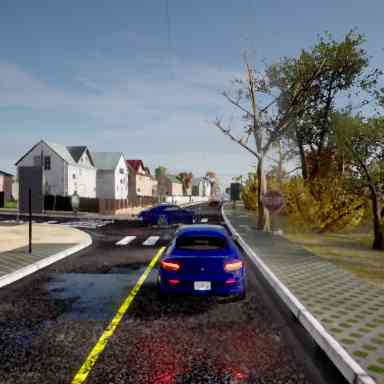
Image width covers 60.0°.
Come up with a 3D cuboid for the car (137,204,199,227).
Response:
[{"bbox_3d":[-1.573,1.570,23.163,4.674,1.442,1.812,0,1,-40],"label":"car"}]

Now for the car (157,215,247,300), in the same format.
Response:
[{"bbox_3d":[0.225,1.532,8.310,1.812,1.442,4.674,0,0,1],"label":"car"}]

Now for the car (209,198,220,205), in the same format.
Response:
[{"bbox_3d":[4.352,1.859,63.471,1.895,1.301,4.718,0,0,7],"label":"car"}]

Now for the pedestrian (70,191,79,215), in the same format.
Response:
[{"bbox_3d":[-9.155,0.800,25.997,0.375,1.860,0.375,0,-3,1],"label":"pedestrian"}]
